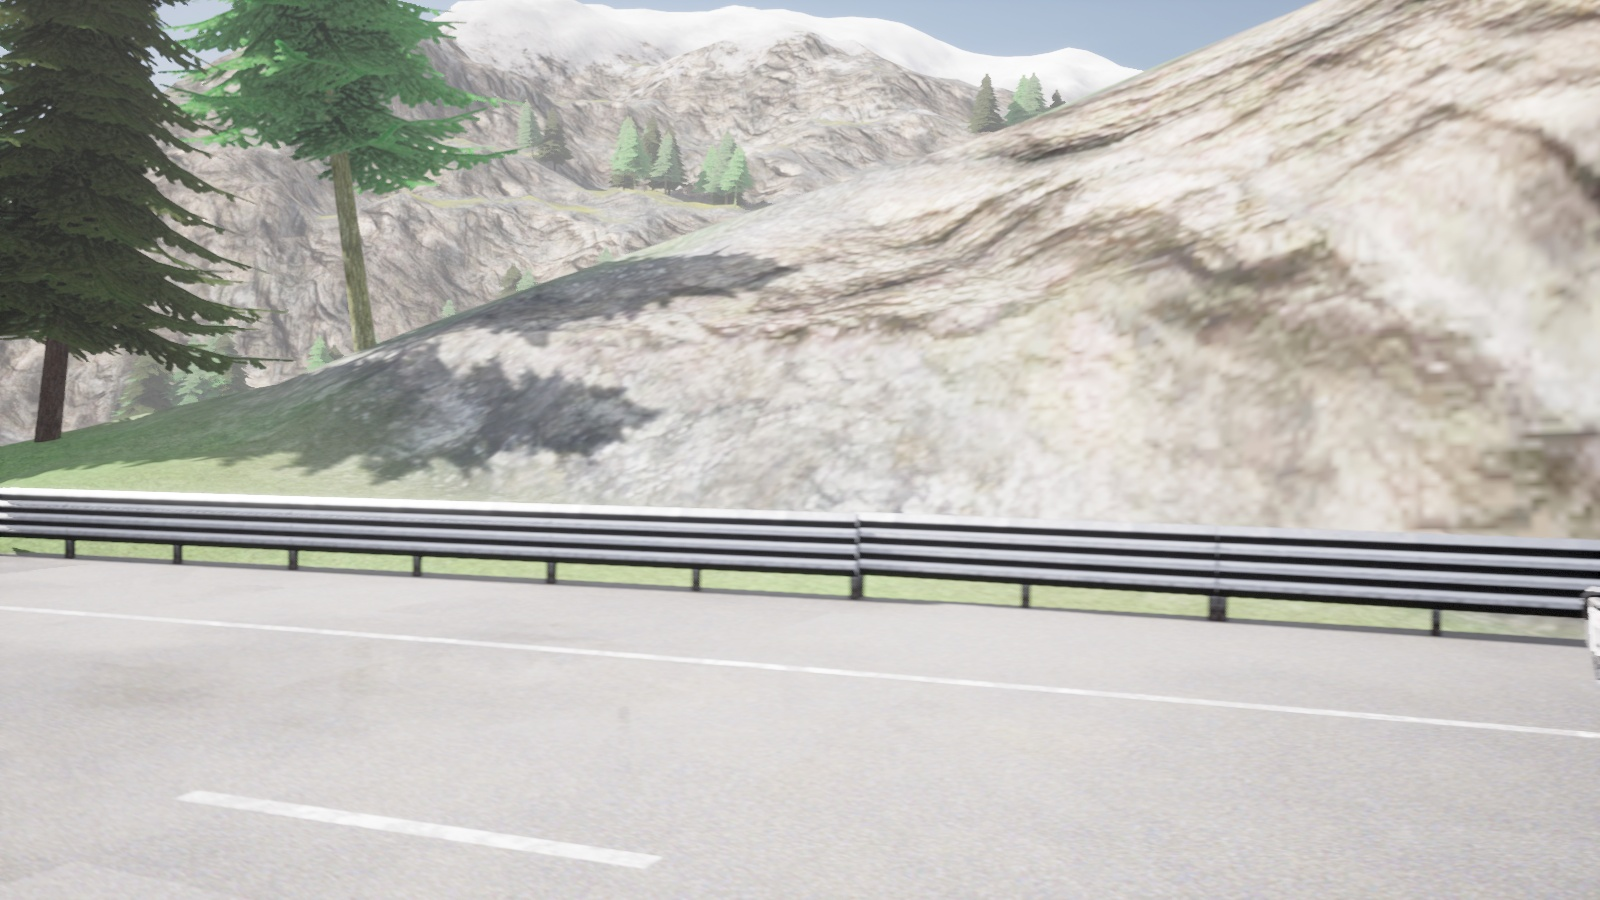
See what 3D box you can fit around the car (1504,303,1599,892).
[{"bbox_3d":[4.970,0.449,3.963,4.605,1.855,1.932,0,1,23],"label":"car"}]
